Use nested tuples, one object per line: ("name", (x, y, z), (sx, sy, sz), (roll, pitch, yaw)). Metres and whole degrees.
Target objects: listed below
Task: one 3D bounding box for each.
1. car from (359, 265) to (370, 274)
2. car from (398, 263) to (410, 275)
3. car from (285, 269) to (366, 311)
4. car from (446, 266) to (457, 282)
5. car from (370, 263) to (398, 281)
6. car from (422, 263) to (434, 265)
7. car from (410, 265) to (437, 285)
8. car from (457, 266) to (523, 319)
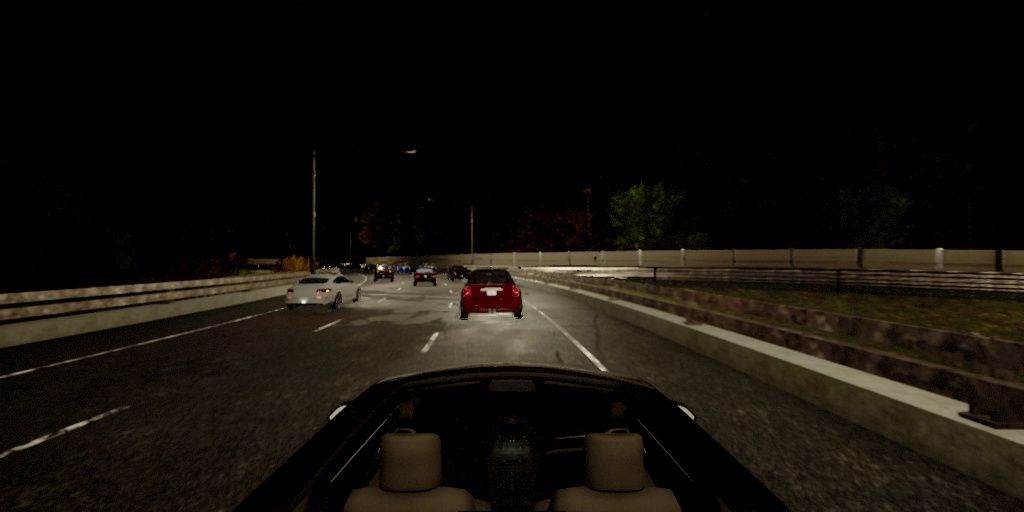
("car", (-21.945, 2.059, 55.638), (1.837, 1.490, 4.892), (1, -1, -31))
("car", (-16.293, 1.839, 52.660), (2.097, 1.767, 4.553), (0, -1, -28))
("car", (-8.126, 1.497, 15.745), (1.812, 1.442, 4.674), (0, -1, -8))
("car", (-5.350, 1.739, 35.573), (1.812, 1.442, 4.674), (0, -1, -17))
("car", (-13.101, 1.758, 36.717), (2.128, 1.511, 4.902), (0, -1, -19))
("car", (-12.591, 1.827, 53.105), (2.097, 1.767, 4.553), (0, -1, -27))
("car", (-7.588, 1.713, 31.065), (2.033, 1.411, 5.357), (0, -1, -16))
("car", (-0.868, 1.262, 13.791), (2.097, 1.767, 4.553), (0, -1, -6))
